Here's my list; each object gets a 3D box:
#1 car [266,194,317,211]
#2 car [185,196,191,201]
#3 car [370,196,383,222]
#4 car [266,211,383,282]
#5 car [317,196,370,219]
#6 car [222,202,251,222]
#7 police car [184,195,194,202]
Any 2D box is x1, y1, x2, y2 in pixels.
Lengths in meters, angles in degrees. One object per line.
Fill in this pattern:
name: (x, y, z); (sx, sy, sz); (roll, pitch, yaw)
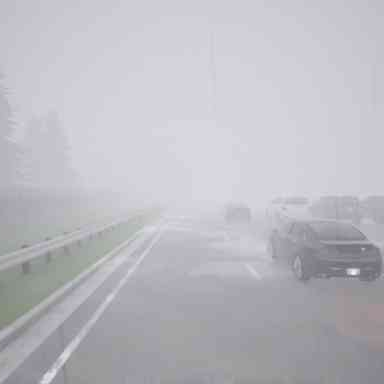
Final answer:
car: (7.091, 1.299, 24.885); (2.150, 2.045, 5.566); (0, 0, 0)
car: (-1.085, 1.798, 94.345); (1.837, 1.490, 4.892); (0, 0, 0)
car: (14.091, 1.299, 24.887); (2.150, 2.045, 5.566); (0, 0, 0)
car: (3.598, 1.536, 9.835); (1.837, 1.490, 4.892); (0, 0, 0)
car: (10.591, 1.299, 24.892); (2.150, 2.045, 5.566); (0, 0, 0)
car: (3.590, 1.563, 27.339); (1.882, 1.535, 5.008); (0, 0, 0)
police car: (-1.081, 1.687, 84.455); (1.930, 1.638, 5.238); (0, 0, 0)
